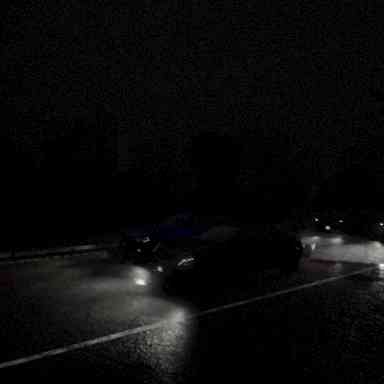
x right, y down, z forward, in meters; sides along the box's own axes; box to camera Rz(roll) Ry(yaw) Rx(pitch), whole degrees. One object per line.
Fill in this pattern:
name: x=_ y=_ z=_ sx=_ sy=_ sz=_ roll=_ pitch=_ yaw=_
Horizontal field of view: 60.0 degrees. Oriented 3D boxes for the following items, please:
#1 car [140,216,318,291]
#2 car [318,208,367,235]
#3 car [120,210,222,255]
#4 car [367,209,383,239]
car: x=1.159 y=1.515 z=9.093 sx=4.674 sy=1.442 sz=1.812 roll=0 pitch=0 yaw=-35
car: x=9.007 y=1.586 z=18.914 sx=4.718 sy=1.301 sz=1.895 roll=0 pitch=0 yaw=-35
car: x=-0.204 y=1.460 z=12.416 sx=5.008 sy=1.535 sz=1.882 roll=0 pitch=0 yaw=-35
car: x=10.868 y=1.483 z=15.939 sx=4.902 sy=1.511 sz=2.128 roll=0 pitch=0 yaw=-34
